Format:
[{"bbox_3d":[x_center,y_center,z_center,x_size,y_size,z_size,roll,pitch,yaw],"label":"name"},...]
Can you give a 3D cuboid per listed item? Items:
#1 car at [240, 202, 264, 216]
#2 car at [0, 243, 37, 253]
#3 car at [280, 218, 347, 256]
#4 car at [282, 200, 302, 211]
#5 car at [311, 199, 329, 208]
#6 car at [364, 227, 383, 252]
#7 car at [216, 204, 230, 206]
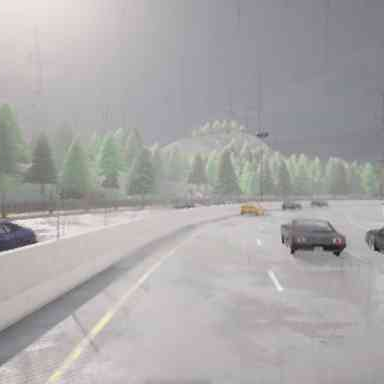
[{"bbox_3d":[7.007,1.872,38.460,1.882,1.535,5.008,0,-1,24],"label":"car"},{"bbox_3d":[-6.432,1.574,9.809,1.812,1.442,4.674,0,-1,6],"label":"car"},{"bbox_3d":[4.837,1.760,13.967,1.895,1.301,4.718,0,-1,9],"label":"car"},{"bbox_3d":[15.602,2.063,51.892,2.128,1.511,4.902,0,-1,36],"label":"car"},{"bbox_3d":[24.255,2.179,63.151,1.837,1.490,4.892,0,-1,44],"label":"car"},{"bbox_3d":[8.018,1.707,11.845,2.033,1.411,5.357,0,-1,8],"label":"car"},{"bbox_3d":[5.623,1.954,48.553,1.882,1.535,5.008,0,-1,29],"label":"car"}]
